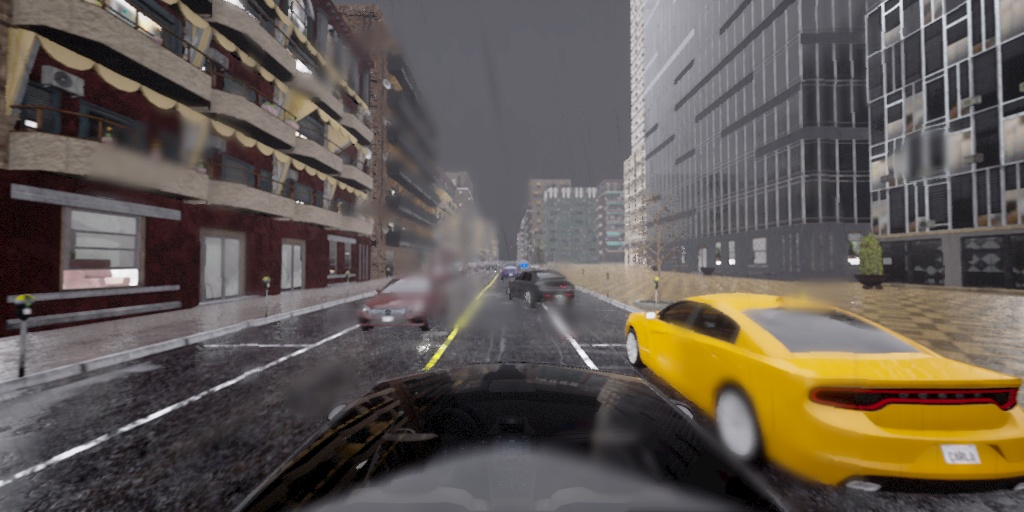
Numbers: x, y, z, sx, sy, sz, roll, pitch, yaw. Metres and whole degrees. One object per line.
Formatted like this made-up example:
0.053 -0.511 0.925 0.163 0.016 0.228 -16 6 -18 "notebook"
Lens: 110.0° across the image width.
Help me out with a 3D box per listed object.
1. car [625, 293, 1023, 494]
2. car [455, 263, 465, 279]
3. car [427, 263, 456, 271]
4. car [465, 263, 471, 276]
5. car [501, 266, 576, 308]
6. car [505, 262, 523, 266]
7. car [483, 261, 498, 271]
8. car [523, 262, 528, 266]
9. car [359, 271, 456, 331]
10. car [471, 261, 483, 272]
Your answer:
3.125 1.253 4.986 1.882 1.535 5.008 0 0 0 "car"
-5.871 1.577 33.429 1.948 1.339 4.313 0 0 0 "car"
-5.838 1.510 27.859 1.888 1.381 4.507 0 0 0 "car"
-5.904 1.497 38.998 1.967 1.591 4.097 0 0 0 "car"
1.166 1.373 16.099 1.837 1.490 4.892 -1 0 -17 "car"
-0.104 1.549 35.158 1.812 1.442 4.674 0 0 0 "car"
-3.346 1.786 60.923 2.033 1.411 5.357 0 -1 0 "car"
2.477 1.606 39.046 2.007 1.370 4.403 0 0 0 "car"
-3.153 1.355 11.398 1.812 1.442 4.674 0 0 0 "car"
-6.001 1.778 55.706 1.802 1.307 4.207 0 0 0 "car"
